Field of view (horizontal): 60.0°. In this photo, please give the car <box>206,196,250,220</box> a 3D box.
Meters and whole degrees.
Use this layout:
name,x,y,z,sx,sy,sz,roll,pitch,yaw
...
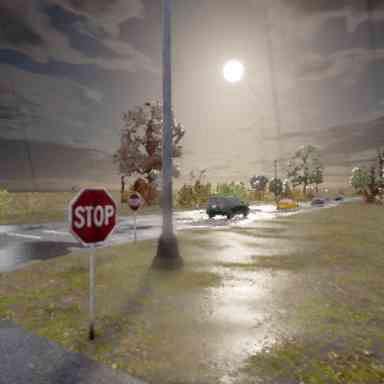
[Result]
name,x,y,z,sx,sy,sz,roll,pitch,yaw
car,3.401,1.430,31.012,2.150,2.045,5.566,0,0,34

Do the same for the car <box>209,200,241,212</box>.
name,x,y,z,sx,sy,sz,roll,pitch,yaw
car,4.549,1.832,45.347,2.033,1.411,5.357,0,0,34

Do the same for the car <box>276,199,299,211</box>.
name,x,y,z,sx,sy,sz,roll,pitch,yaw
car,13.159,1.741,45.612,1.882,1.535,5.008,0,0,34

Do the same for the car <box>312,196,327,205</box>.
name,x,y,z,sx,sy,sz,roll,pitch,yaw
car,24.615,1.830,64.825,1.837,1.490,4.892,0,0,27
